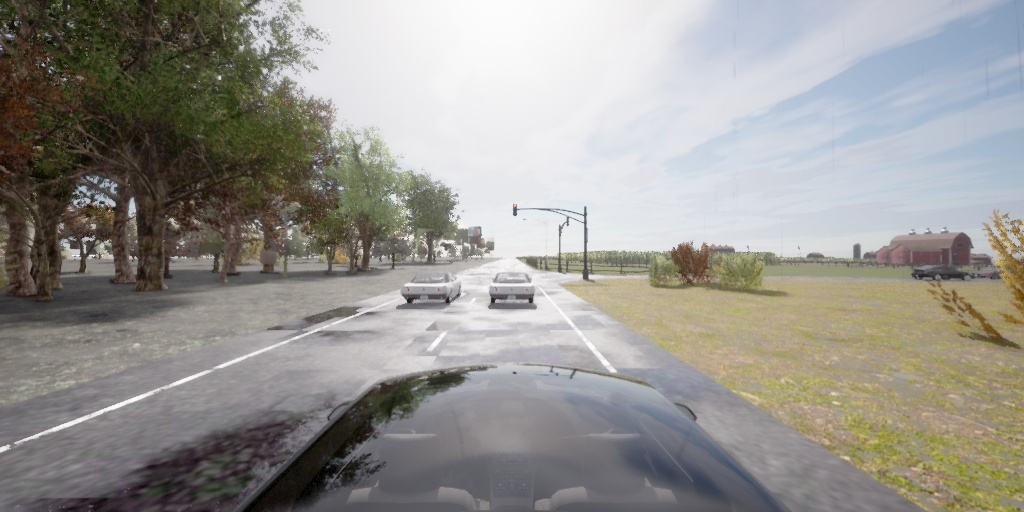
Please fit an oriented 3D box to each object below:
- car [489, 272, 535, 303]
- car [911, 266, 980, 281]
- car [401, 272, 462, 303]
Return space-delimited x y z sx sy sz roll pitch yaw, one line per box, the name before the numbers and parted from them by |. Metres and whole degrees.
car | -0.001 1.370 16.531 1.895 1.301 4.718 0 0 0
car | 43.519 1.740 36.346 4.892 1.490 1.837 1 -1 0
car | -3.500 1.370 16.531 1.895 1.301 4.718 0 0 0
